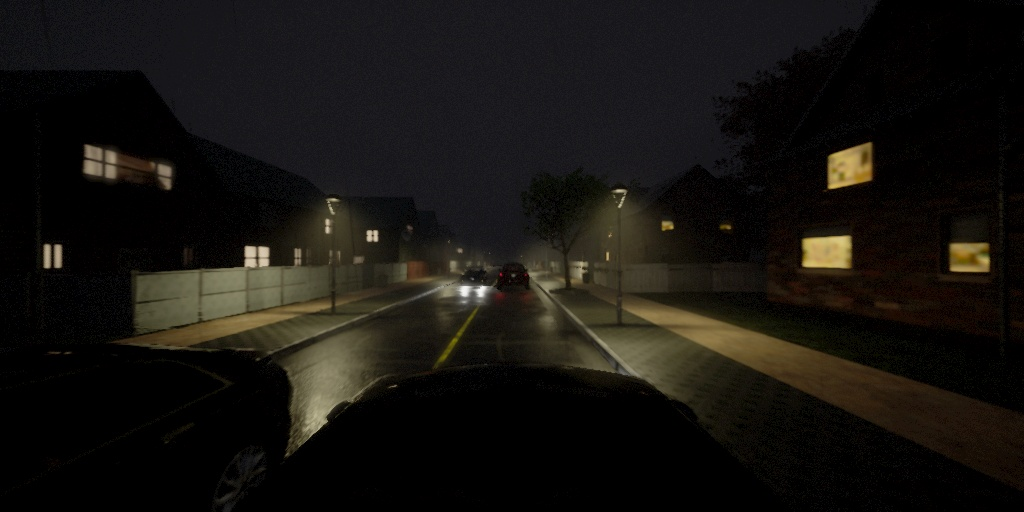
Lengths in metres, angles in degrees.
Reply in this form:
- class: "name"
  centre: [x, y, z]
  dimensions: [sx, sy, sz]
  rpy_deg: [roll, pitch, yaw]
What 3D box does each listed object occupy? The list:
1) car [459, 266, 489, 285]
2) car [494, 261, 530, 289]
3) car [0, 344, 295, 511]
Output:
- class: "car"
  centre: [-2.848, 1.500, 27.839]
  dimensions: [1.994, 1.385, 4.181]
  rpy_deg: [0, -1, 0]
- class: "car"
  centre: [0.098, 1.259, 24.583]
  dimensions: [2.097, 1.767, 4.553]
  rpy_deg: [0, -1, 0]
- class: "car"
  centre: [-2.839, 1.254, 1.191]
  dimensions: [1.837, 1.490, 4.892]
  rpy_deg: [0, -1, 0]
